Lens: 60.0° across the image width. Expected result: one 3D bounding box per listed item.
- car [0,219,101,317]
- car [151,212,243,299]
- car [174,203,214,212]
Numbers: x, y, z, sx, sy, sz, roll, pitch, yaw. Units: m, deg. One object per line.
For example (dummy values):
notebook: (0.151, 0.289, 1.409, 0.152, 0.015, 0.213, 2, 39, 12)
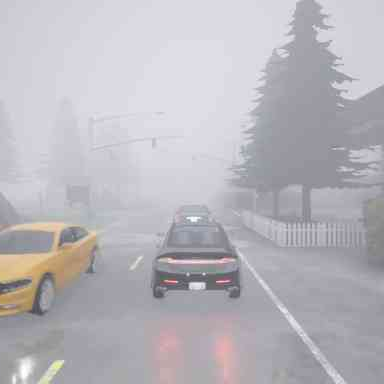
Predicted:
car: (-3.596, 1.477, 7.748, 1.882, 1.535, 5.008, 0, 0, 0)
car: (0.094, 1.492, 8.460, 2.128, 1.511, 4.902, 0, 0, 0)
car: (0.088, 1.352, 17.613, 2.097, 1.767, 4.553, 0, 0, 0)
